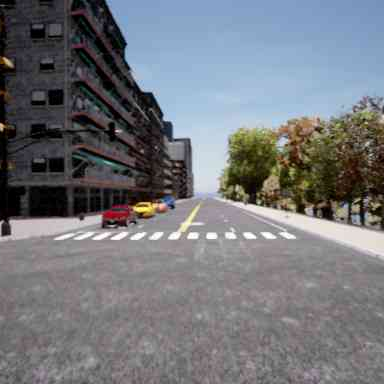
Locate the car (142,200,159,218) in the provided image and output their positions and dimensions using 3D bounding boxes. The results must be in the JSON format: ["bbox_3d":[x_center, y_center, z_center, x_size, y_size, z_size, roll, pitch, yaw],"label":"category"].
[{"bbox_3d":[-5.051,1.874,34.944,1.882,1.535,5.008,-1,-1,2],"label":"car"}]

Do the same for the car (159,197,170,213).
[{"bbox_3d":[-4.632,1.842,44.673,2.097,1.767,4.553,-1,-1,3],"label":"car"}]

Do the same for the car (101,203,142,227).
[{"bbox_3d":[-5.449,1.784,25.531,1.882,1.535,5.008,-1,-1,2],"label":"car"}]

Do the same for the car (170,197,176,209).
[{"bbox_3d":[-4.060,1.828,56.577,2.150,2.045,5.566,-1,-1,3],"label":"car"}]
